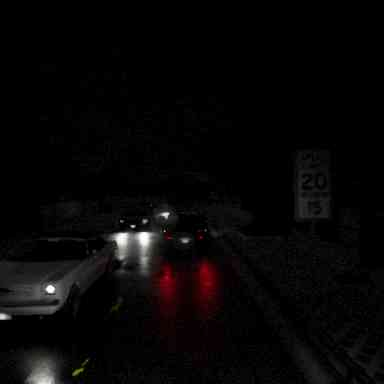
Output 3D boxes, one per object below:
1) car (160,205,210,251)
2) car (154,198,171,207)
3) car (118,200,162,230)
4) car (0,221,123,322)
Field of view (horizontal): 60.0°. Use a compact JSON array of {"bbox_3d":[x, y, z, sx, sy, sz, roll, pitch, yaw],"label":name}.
[{"bbox_3d":[-0.287,1.463,13.634,1.812,1.442,4.674,-1,0,-1],"label":"car"},{"bbox_3d":[-3.393,1.363,36.547,1.882,1.535,5.008,-1,0,2],"label":"car"},{"bbox_3d":[-3.292,1.496,20.935,2.033,1.411,5.357,-1,0,-1],"label":"car"},{"bbox_3d":[-2.987,1.604,7.329,1.895,1.301,4.718,-1,0,-1],"label":"car"}]
